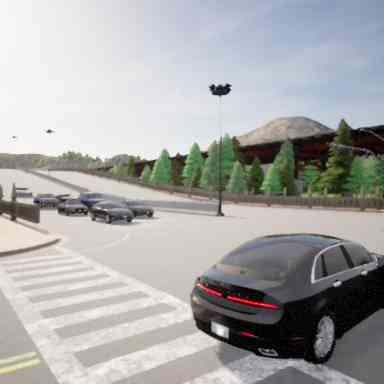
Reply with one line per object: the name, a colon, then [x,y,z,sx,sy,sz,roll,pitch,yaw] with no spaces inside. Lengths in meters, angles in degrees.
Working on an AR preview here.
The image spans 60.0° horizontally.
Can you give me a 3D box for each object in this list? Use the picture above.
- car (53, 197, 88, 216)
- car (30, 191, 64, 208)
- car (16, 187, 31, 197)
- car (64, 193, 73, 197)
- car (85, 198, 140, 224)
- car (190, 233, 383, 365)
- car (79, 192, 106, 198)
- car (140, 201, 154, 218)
car: [-11.489,1.494,32.100,1.994,1.385,4.181,0,1,-38]
car: [-17.439,0.908,39.926,2.097,1.767,4.553,0,3,-37]
car: [-25.883,-0.094,51.191,1.895,1.301,4.718,0,7,-36]
car: [-17.254,0.859,45.485,1.895,1.301,4.718,0,4,-37]
car: [-6.089,1.480,25.026,1.837,1.490,4.892,0,0,-37]
car: [2.129,1.500,5.933,4.892,1.490,1.837,-1,1,-43]
car: [-11.110,1.044,37.381,2.150,2.045,5.566,0,2,-37]
car: [-5.156,1.469,29.574,1.837,1.490,4.892,0,0,-37]
